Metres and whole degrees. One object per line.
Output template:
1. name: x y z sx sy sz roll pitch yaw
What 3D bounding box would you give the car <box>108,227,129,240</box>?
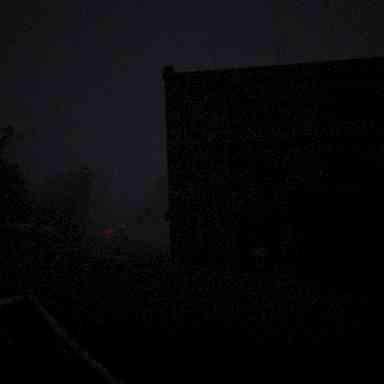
1. car: -10.038 6.033 46.641 1.994 1.385 4.181 -2 -7 -5

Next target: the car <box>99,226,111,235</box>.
1. car: -19.943 8.835 76.803 2.150 2.045 5.566 -1 -4 -28

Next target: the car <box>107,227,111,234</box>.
1. car: -15.377 8.408 67.610 1.812 1.442 4.674 -1 -5 -26

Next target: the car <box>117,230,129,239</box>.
1. car: -11.986 7.322 57.552 1.812 1.442 4.674 -1 -6 -15
